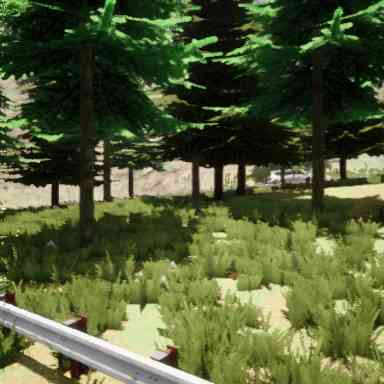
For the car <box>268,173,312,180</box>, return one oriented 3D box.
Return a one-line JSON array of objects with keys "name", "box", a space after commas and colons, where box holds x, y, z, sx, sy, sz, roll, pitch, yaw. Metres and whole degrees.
[{"name": "car", "box": [11.249, -1.505, 36.974, 5.566, 2.045, 2.150, -6, -2, 18]}]
